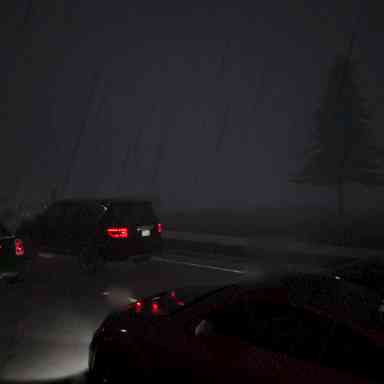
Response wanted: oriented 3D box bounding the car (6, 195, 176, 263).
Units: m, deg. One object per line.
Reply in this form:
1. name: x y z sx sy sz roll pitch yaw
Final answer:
1. car: -3.445 1.221 10.707 5.566 2.045 2.150 0 0 36

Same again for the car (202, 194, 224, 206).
1. car: 4.350 1.477 56.007 1.882 1.535 5.008 0 0 36

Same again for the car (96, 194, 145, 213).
1. car: -8.206 1.221 38.843 2.150 2.045 5.566 0 0 36

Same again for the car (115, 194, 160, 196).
1. car: -5.575 1.221 36.511 2.150 2.045 5.566 0 0 36

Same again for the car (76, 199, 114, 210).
1. car: -12.847 1.601 44.358 1.895 1.301 4.718 0 0 36

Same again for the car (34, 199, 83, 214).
1. car: -14.461 1.526 36.210 1.812 1.442 4.674 0 0 36

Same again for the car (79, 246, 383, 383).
1. car: 0.865 1.564 3.371 4.181 1.385 1.994 0 0 35

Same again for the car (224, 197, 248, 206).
1. car: 7.512 1.564 54.398 1.994 1.385 4.181 0 0 36

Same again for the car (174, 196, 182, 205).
1. car: -2.907 1.477 57.953 1.882 1.535 5.008 0 0 36

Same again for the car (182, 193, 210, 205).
1. car: 1.307 1.215 57.785 2.150 2.045 5.566 0 1 36

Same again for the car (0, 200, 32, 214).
1. car: -19.686 1.601 35.022 1.895 1.301 4.718 0 0 37

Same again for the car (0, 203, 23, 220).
1. car: -16.711 1.601 27.222 1.895 1.301 4.718 0 0 36

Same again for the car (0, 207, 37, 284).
1. car: -6.188 1.352 8.364 4.553 1.767 2.097 0 0 36

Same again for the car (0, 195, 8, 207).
1. car: -15.071 1.224 23.207 2.150 2.045 5.566 0 0 34

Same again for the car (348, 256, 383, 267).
1. car: 4.734 1.478 4.913 5.008 1.535 1.882 0 0 35
